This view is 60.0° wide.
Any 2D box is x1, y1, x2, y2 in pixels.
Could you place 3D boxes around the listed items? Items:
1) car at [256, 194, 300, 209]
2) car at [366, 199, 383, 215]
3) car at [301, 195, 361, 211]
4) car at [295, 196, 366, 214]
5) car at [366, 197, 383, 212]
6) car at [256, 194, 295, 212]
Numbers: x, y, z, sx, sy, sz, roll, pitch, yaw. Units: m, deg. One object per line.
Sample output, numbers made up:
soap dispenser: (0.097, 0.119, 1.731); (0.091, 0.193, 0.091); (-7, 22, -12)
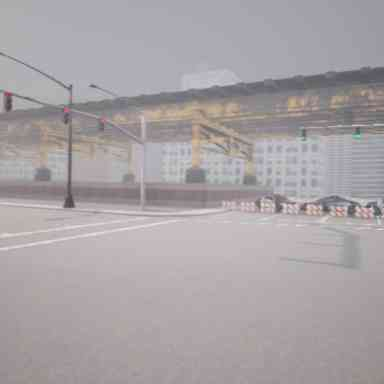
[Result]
car: (8.075, 0.833, 31.605); (1.853, 1.218, 4.536); (1, 1, -18)
car: (17.225, 1.248, 27.486); (2.038, 1.542, 4.974); (0, 1, -33)
car: (12.191, 0.956, 29.366); (4.536, 1.218, 1.853); (1, 1, -8)
car: (12.137, 1.113, 29.362); (4.974, 1.542, 2.038); (1, 1, -8)
car: (17.199, 1.089, 27.526); (1.853, 1.218, 4.536); (0, 1, -33)
car: (8.088, 0.992, 31.559); (2.038, 1.542, 4.974); (1, 1, -18)
